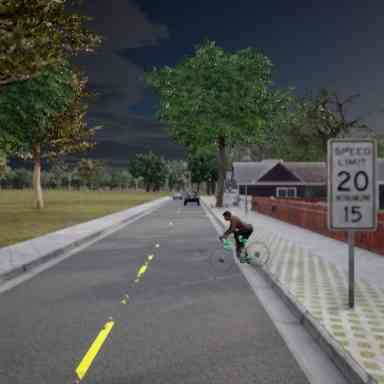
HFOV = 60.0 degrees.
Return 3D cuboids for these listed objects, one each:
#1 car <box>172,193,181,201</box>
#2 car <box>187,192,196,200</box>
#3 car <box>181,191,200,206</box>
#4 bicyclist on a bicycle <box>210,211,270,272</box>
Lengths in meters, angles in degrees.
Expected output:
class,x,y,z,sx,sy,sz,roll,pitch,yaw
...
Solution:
class,x,y,z,sx,sy,sz,roll,pitch,yaw
car,-2.826,0.906,66.042,1.882,1.535,5.008,0,1,1
car,-0.052,0.879,68.853,1.882,1.535,5.008,0,1,0
car,0.003,0.845,47.542,2.150,2.045,5.566,0,0,1
bicyclist on a bicycle,1.218,1.307,9.001,1.656,1.620,0.582,-9,0,0
